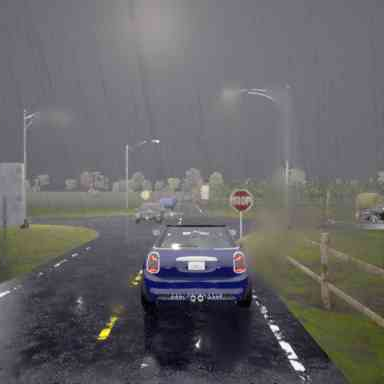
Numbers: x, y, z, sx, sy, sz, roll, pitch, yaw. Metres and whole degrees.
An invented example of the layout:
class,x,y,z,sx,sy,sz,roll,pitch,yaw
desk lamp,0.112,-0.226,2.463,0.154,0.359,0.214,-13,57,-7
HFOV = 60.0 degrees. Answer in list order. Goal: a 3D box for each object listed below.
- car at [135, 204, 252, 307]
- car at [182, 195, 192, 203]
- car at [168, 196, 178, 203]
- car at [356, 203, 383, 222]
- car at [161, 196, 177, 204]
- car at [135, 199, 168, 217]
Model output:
class,x,y,z,sx,sy,sz,roll,pitch,yaw
car,0.072,1.350,8.128,2.097,1.767,4.553,0,0,0
car,-1.062,1.438,69.524,2.128,1.511,4.902,0,0,-2
car,-3.905,1.548,69.489,1.895,1.301,4.718,0,0,-2
car,14.661,1.487,24.294,4.902,1.511,2.128,0,0,9
car,-3.291,1.457,42.677,1.882,1.535,5.008,0,0,-1
car,-3.000,1.495,24.500,1.837,1.490,4.892,0,0,-1
